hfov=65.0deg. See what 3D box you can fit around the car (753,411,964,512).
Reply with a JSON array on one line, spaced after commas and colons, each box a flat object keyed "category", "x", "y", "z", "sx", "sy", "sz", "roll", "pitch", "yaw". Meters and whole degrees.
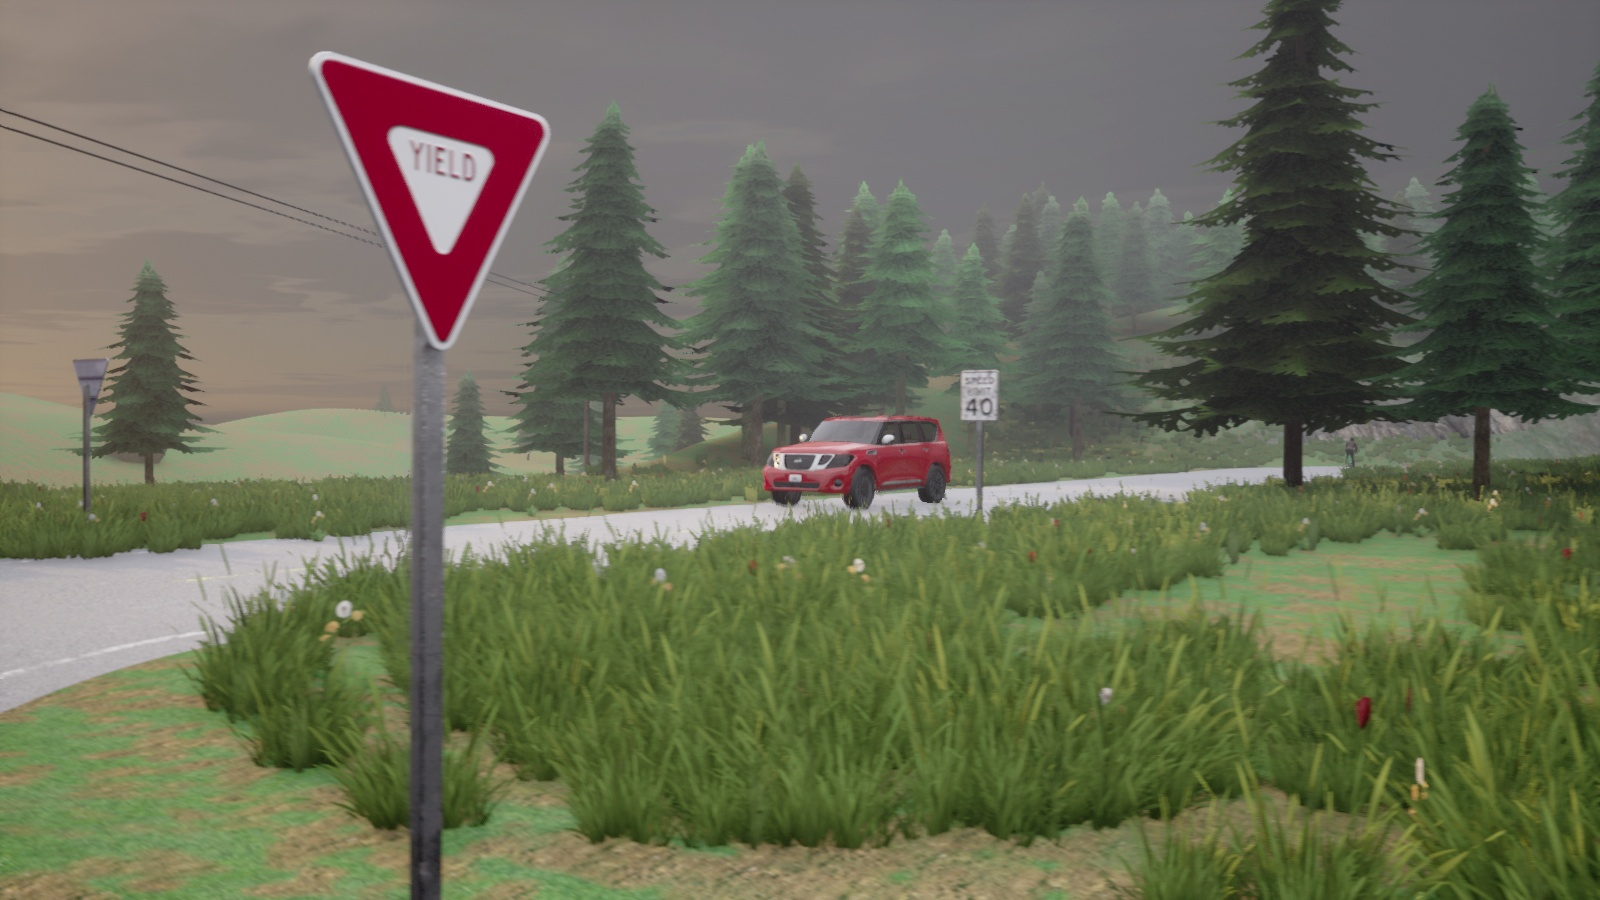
[{"category": "car", "x": 1.457, "y": 0.187, "z": 28.271, "sx": 2.150, "sy": 2.045, "sz": 5.566, "roll": 0, "pitch": 1, "yaw": 34}]
